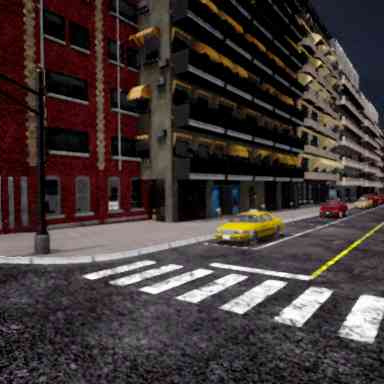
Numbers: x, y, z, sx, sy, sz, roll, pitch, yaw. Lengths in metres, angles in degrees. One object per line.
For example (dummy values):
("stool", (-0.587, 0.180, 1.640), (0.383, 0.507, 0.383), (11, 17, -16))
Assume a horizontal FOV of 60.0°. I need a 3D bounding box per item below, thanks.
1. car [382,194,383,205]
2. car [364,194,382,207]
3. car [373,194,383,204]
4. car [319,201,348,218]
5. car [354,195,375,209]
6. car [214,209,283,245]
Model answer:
("car", (32.124, 1.461, 57.457), (1.887, 1.381, 4.507), (-1, -1, 35))
("car", (25.619, 1.251, 48.180), (2.192, 1.841, 5.009), (-1, -1, 35))
("car", (35.370, 1.220, 62.097), (2.192, 1.841, 5.009), (-1, -1, 35))
("car", (12.623, 1.516, 29.621), (1.887, 1.381, 4.507), (-1, -1, 35))
("car", (22.274, 1.471, 43.400), (1.752, 1.417, 4.829), (-1, -1, 35))
("car", (2.774, 1.520, 15.564), (1.752, 1.417, 4.829), (-1, -1, 35))
